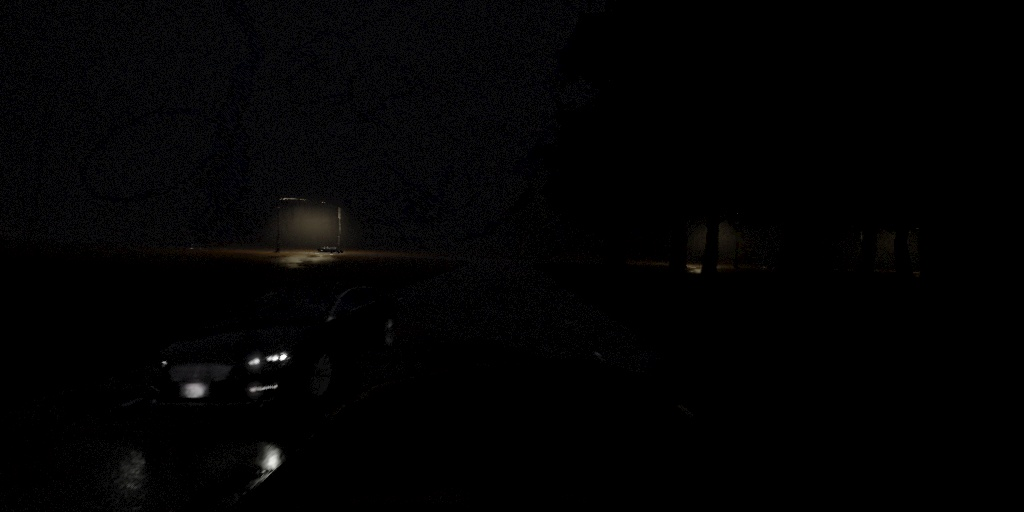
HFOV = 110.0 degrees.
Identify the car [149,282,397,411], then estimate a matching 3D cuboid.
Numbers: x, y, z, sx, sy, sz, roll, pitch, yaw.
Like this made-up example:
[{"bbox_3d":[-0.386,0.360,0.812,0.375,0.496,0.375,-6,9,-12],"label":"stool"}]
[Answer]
[{"bbox_3d":[-3.598,1.266,6.514,2.128,1.511,4.902,0,0,0],"label":"car"}]
